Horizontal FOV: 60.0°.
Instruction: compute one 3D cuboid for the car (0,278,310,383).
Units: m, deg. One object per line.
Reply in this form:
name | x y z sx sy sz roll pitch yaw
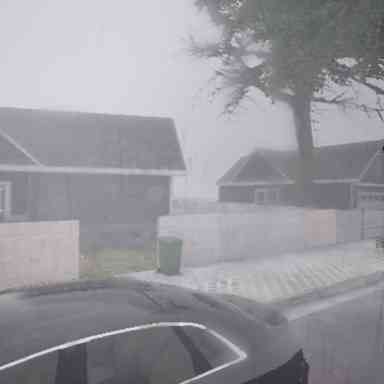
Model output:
car | -1.239 1.507 2.186 4.892 1.490 1.837 1 0 -36
